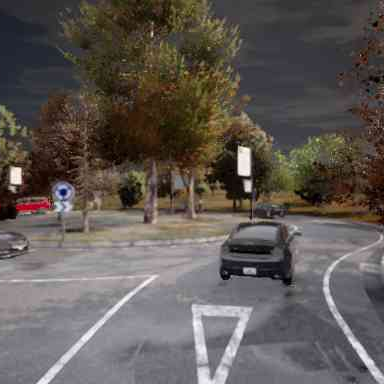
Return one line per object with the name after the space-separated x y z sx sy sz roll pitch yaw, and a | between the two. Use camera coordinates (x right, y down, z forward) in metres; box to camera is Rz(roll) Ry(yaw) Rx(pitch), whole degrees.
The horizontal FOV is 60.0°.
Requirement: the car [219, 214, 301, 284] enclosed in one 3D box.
2.174 1.636 10.116 1.837 1.490 4.892 -1 -1 20 | car

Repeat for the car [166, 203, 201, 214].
-1.080 2.182 43.808 4.674 1.442 1.812 0 -1 17 | car

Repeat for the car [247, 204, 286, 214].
8.116 2.057 36.637 1.837 1.490 4.892 1 -3 -29 | car

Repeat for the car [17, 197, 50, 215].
-19.215 1.667 38.125 2.150 2.045 5.566 -1 0 38 | car

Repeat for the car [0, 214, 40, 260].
-8.181 1.645 11.715 4.892 1.490 1.837 0 -1 10 | car
